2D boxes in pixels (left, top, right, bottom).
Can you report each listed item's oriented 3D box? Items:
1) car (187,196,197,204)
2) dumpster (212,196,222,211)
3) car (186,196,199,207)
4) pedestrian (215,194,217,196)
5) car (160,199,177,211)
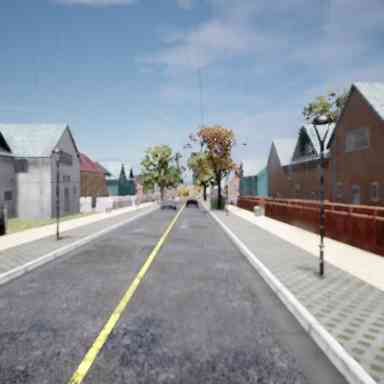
[{"bbox_3d":[0.024,1.533,67.598,1.882,1.535,5.008,0,0,0],"label":"car"},{"bbox_3d":[3.048,1.359,40.655,1.020,1.700,1.940,2,1,0],"label":"dumpster"},{"bbox_3d":[0.023,1.499,49.617,1.837,1.490,4.892,0,0,0],"label":"car"},{"bbox_3d":[3.024,1.108,41.676,0.375,1.860,0.375,-2,2,-1],"label":"pedestrian"},{"bbox_3d":[-2.828,1.512,41.027,2.033,1.411,5.357,0,0,0],"label":"car"}]
